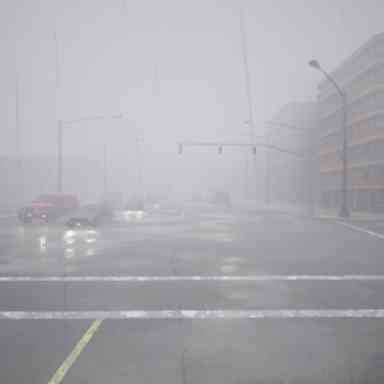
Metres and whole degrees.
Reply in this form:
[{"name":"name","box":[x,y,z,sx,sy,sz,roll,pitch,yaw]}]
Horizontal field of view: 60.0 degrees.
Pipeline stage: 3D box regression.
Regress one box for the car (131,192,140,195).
[{"name":"car","box":[-9.706,0.840,57.440,2.097,1.767,4.553,0,1,0]}]

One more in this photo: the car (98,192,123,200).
[{"name":"car","box":[-9.793,1.010,40.294,2.150,2.045,5.566,0,1,0]}]

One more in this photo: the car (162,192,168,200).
[{"name":"car","box":[-6.097,0.835,67.690,1.812,1.442,4.674,0,1,0]}]

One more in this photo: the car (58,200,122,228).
[{"name":"car","box":[-6.475,1.496,21.891,2.033,1.411,5.357,0,0,2]}]

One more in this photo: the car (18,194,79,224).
[{"name":"car","box":[-10.295,1.162,24.594,2.150,2.045,5.566,0,0,8]}]

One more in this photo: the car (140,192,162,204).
[{"name":"car","box":[-6.243,0.948,51.413,2.097,1.767,4.553,0,1,0]}]

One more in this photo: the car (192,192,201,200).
[{"name":"car","box":[0.901,0.935,65.986,1.895,1.301,4.718,0,1,0]}]

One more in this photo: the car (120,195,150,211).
[{"name":"car","box":[-6.302,1.394,37.151,1.994,1.385,4.181,0,1,0]}]

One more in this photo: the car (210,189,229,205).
[{"name":"car","box":[4.446,0.826,50.966,2.150,2.045,5.566,0,1,0]}]

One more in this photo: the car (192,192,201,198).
[{"name":"car","box":[0.936,0.621,75.962,2.033,1.411,5.357,0,1,0]}]

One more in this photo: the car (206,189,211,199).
[{"name":"car","box":[4.430,0.427,73.774,2.150,2.045,5.566,0,1,0]}]
